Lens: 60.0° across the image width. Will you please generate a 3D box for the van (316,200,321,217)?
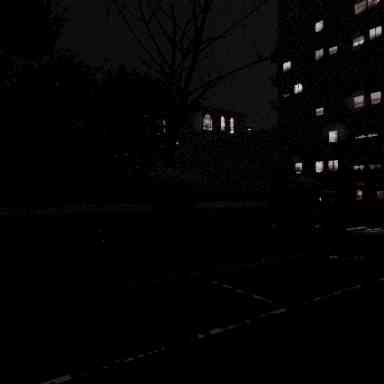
[{"bbox_3d":[10.526,1.646,32.576,1.690,1.788,3.998,-1,0,-36],"label":"van"}]
